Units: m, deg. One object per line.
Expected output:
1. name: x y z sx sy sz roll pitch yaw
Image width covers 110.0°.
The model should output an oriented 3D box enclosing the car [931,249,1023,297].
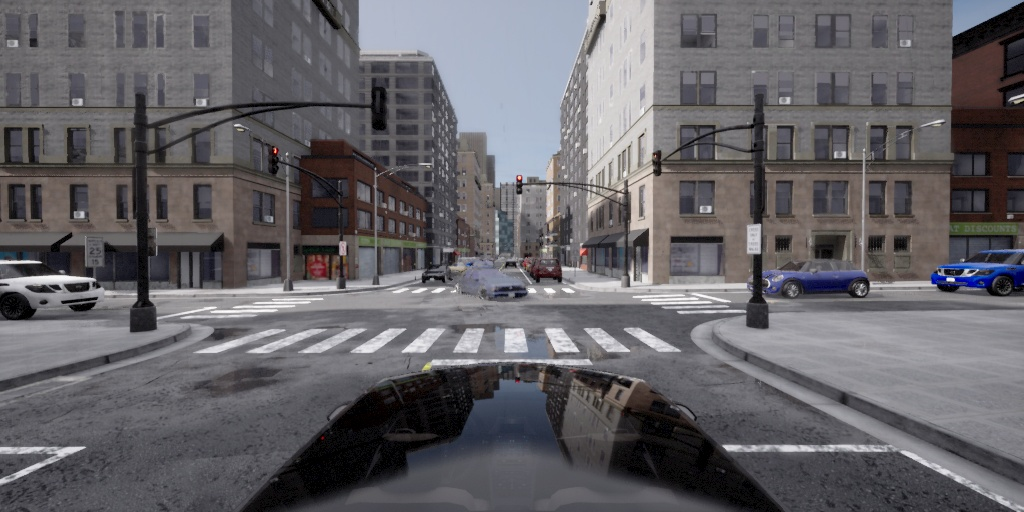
1. car: 22.974 0.708 16.533 5.566 2.045 2.150 -1 1 0

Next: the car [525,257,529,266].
1. car: 2.714 1.069 33.729 2.192 1.841 5.009 0 0 0

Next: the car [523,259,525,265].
1. car: 2.663 1.279 45.071 1.751 1.417 4.829 0 0 0

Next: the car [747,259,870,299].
1. car: 13.399 0.938 16.423 4.553 1.767 2.097 -1 1 -1

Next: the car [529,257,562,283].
1. car: 2.740 1.068 28.143 2.192 1.841 5.009 0 0 0

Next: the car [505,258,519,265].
1. car: -0.181 1.226 61.313 1.882 1.535 5.008 0 0 0

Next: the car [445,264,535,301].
1. car: -1.301 1.294 17.694 2.033 1.411 5.357 0 0 -29

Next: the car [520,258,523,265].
1. car: 2.638 1.067 50.486 2.192 1.841 5.009 0 0 0

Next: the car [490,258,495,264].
1. car: -3.306 1.300 48.847 2.033 1.411 5.357 0 0 0

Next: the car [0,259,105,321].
1. car: -18.453 1.145 12.964 5.566 2.045 2.150 -1 1 -2

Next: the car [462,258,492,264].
1. car: -3.246 1.231 34.039 1.882 1.535 5.008 0 0 0

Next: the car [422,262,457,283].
1. car: -5.786 1.319 28.103 1.948 1.339 4.313 0 0 0

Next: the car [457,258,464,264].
1. car: -5.839 1.279 39.104 1.751 1.417 4.829 0 0 0
